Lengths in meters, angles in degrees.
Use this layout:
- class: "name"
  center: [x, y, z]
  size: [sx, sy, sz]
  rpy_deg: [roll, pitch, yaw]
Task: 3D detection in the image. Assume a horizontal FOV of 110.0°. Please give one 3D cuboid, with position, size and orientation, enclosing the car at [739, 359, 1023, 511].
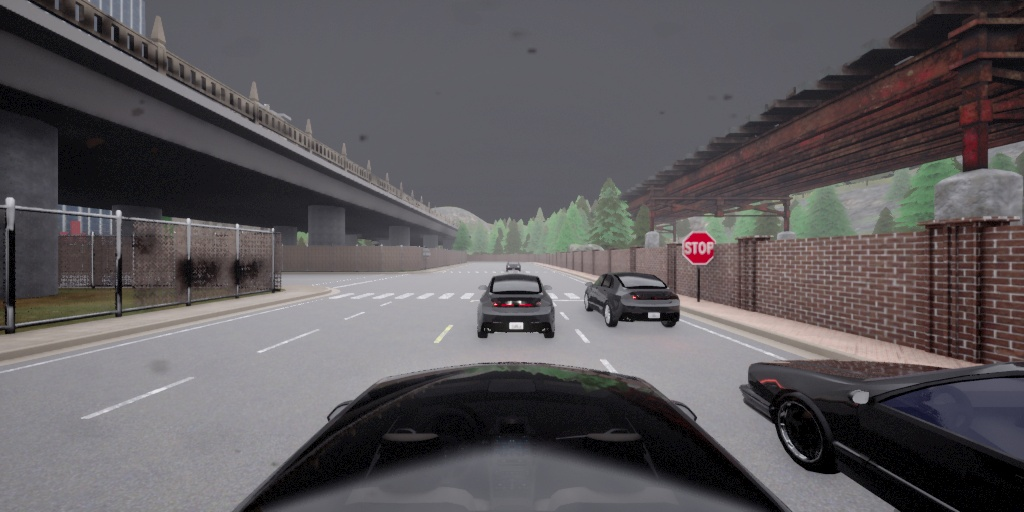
- class: "car"
  center: [3.600, 1.297, 1.741]
  size: [2.033, 1.411, 5.357]
  rpy_deg: [0, 0, 0]

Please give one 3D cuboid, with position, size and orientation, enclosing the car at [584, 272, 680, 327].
- class: "car"
  center: [3.597, 1.255, 11.487]
  size: [1.837, 1.490, 4.892]
  rpy_deg: [0, 0, 0]

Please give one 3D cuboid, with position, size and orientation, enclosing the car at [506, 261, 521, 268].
- class: "car"
  center: [0.168, 1.351, 46.384]
  size: [1.895, 1.301, 4.718]
  rpy_deg: [0, 0, -1]

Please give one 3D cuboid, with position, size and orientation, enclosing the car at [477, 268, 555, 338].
- class: "car"
  center: [0.096, 1.255, 10.126]
  size: [1.837, 1.490, 4.892]
  rpy_deg: [0, 0, 0]
